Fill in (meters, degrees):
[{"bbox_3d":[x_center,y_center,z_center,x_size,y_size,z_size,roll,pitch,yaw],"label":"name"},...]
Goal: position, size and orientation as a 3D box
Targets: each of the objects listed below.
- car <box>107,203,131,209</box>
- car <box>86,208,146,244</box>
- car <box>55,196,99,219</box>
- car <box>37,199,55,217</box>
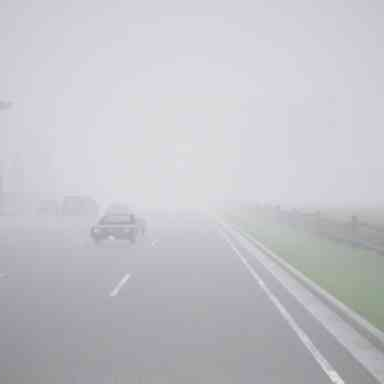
[{"bbox_3d":[-6.940,1.715,31.907,1.994,1.385,4.181,0,0,0],"label":"car"},{"bbox_3d":[-3.412,1.679,16.365,1.895,1.301,4.718,0,0,0],"label":"car"},{"bbox_3d":[-10.433,1.371,31.260,2.150,2.045,5.566,0,0,0],"label":"car"},{"bbox_3d":[-13.947,1.511,33.980,2.097,1.767,4.553,0,0,0],"label":"car"}]
